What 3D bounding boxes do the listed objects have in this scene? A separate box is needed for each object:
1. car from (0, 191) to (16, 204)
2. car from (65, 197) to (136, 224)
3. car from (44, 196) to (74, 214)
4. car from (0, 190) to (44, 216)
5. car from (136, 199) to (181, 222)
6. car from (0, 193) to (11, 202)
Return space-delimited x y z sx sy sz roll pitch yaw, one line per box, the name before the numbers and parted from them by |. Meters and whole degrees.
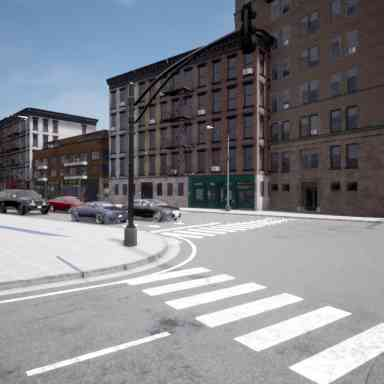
car | -27.584 0.786 48.231 4.553 1.767 2.097 1 0 41
car | -6.013 1.281 21.728 4.181 1.385 1.994 1 0 37
car | -10.816 1.119 29.622 5.008 1.535 1.882 1 0 39
car | -14.315 0.829 28.260 5.566 2.045 2.150 1 0 39
car | -2.930 1.239 23.452 4.902 1.511 2.128 1 0 38
car | -33.139 0.897 57.608 4.674 1.442 1.812 1 0 43
